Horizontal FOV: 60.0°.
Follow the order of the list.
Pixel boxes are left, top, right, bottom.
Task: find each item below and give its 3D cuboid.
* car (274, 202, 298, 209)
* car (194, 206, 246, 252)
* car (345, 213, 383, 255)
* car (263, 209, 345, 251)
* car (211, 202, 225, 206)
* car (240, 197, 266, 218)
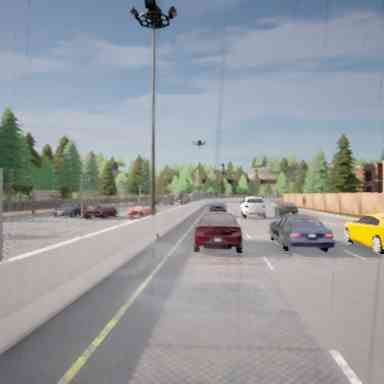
[{"bbox_3d":[9.728,1.856,34.516,1.837,1.490,4.892,0,0,5],"label":"car"},{"bbox_3d":[1.144,1.614,14.618,1.882,1.535,5.008,0,0,5],"label":"car"},{"bbox_3d":[8.122,1.640,14.068,1.882,1.535,5.008,0,0,5],"label":"car"},{"bbox_3d":[4.680,1.702,14.884,2.033,1.411,5.357,0,-1,5],"label":"car"},{"bbox_3d":[2.756,1.830,35.136,1.837,1.490,4.892,0,-1,5],"label":"car"},{"bbox_3d":[6.168,1.551,33.852,2.150,2.045,5.566,0,-1,5],"label":"car"}]
